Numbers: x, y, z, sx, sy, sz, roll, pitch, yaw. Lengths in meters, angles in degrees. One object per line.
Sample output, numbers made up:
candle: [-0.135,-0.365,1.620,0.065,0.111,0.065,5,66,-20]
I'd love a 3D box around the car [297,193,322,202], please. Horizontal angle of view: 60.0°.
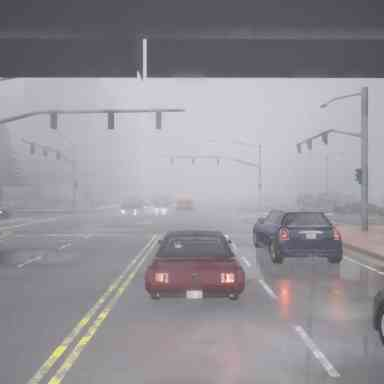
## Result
car: [16.662,1.152,48.144,1.932,1.855,4.605,0,0,0]

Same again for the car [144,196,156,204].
car: [-8.027,1.523,63.959,1.812,1.442,4.674,0,0,0]

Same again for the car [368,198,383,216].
car: [19.265,1.504,30.379,4.892,1.490,1.837,0,0,1]

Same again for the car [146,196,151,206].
car: [-8.014,1.476,53.953,1.882,1.535,5.008,0,0,0]

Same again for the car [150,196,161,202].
car: [-8.046,1.550,73.971,1.994,1.385,4.181,0,0,0]

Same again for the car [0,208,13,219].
car: [-16.854,1.525,26.554,4.674,1.442,1.812,0,0,-2]

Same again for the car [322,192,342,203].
car: [19.556,1.154,48.097,1.905,1.878,3.866,0,0,0]

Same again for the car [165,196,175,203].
car: [-4.519,1.598,68.742,1.895,1.301,4.718,0,0,0]

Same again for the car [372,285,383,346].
car: [3.601,1.505,3.018,1.837,1.490,4.892,0,0,0]

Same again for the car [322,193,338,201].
car: [33.523,1.150,80.753,1.932,1.855,4.605,0,0,0]

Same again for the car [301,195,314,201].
car: [27.945,1.393,80.689,1.970,1.475,3.806,0,0,0]

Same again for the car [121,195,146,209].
car: [-8.031,1.350,44.782,2.097,1.767,4.553,0,0,2]

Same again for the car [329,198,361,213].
car: [16.681,1.563,33.913,4.181,1.385,1.994,0,0,1]

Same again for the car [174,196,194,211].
car: [-0.836,1.476,41.793,1.882,1.535,5.008,0,0,2]

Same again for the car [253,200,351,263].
car: [3.585,1.352,12.107,2.097,1.767,4.553,0,0,0]

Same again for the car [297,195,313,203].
car: [22.216,1.393,65.572,1.970,1.475,3.806,0,0,0]

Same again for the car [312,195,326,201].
car: [30.840,1.361,80.695,1.784,1.438,3.905,0,0,0]

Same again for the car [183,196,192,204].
car: [-0.886,1.523,66.331,1.812,1.442,4.674,0,0,0]

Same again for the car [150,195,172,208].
car: [-4.492,1.490,49.545,2.128,1.511,4.902,0,0,0]

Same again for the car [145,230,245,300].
car: [0.069,1.601,8.342,1.895,1.301,4.718,0,0,0]

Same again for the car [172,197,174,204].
car: [-4.530,1.350,58.587,2.097,1.767,4.553,0,0,0]

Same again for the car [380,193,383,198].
car: [39.113,1.151,65.706,1.932,1.855,4.605,0,0,0]
